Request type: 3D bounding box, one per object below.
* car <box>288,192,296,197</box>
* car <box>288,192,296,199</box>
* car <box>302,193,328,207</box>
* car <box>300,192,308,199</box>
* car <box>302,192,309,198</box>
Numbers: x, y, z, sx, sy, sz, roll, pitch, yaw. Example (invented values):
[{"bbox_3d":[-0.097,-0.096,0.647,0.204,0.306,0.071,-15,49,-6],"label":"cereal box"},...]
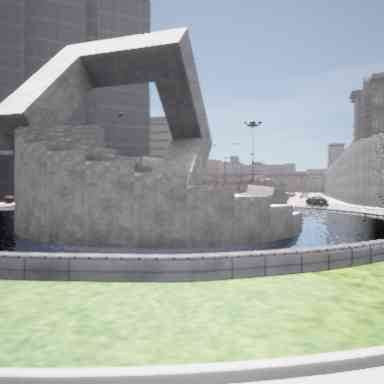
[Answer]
[{"bbox_3d":[27.347,0.676,90.825,1.837,1.490,4.892,1,1,20],"label":"car"},{"bbox_3d":[23.966,0.904,81.447,1.895,1.301,4.718,1,1,20],"label":"car"},{"bbox_3d":[16.856,1.205,45.005,1.994,1.385,4.181,0,1,4],"label":"car"},{"bbox_3d":[27.522,0.692,80.986,2.097,1.767,4.553,1,1,20],"label":"car"},{"bbox_3d":[30.922,0.714,90.423,1.837,1.490,4.892,1,1,20],"label":"car"}]
